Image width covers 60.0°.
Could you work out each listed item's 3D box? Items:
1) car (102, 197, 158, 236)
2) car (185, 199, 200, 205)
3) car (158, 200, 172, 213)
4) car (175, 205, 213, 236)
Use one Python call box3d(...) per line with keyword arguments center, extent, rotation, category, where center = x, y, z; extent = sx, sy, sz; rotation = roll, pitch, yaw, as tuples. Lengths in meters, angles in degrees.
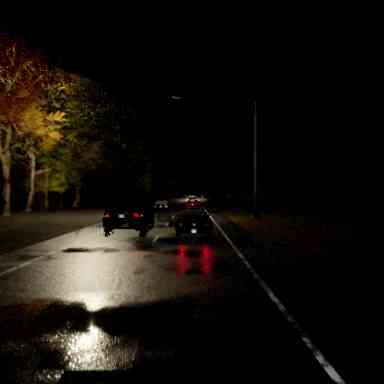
box3d(center=(-3.406, 1.263, 18.737), extent=(2.150, 2.045, 5.566), rotation=(0, 0, 0), category="car")
box3d(center=(0.078, 1.655, 47.358), extent=(1.994, 1.385, 4.181), rotation=(0, 0, 0), category="car")
box3d(center=(-3.417, 1.624, 38.718), extent=(2.033, 1.411, 5.357), rotation=(0, 0, 0), category="car")
box3d(center=(0.092, 1.641, 18.580), extent=(1.895, 1.301, 4.718), rotation=(0, 0, 0), category="car")
